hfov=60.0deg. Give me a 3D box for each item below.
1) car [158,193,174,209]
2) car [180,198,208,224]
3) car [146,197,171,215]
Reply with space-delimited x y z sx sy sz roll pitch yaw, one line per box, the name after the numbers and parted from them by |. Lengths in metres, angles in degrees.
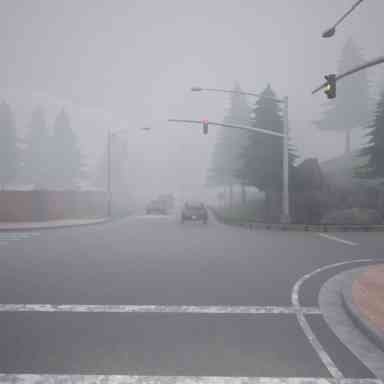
-3.625 1.221 45.274 2.150 2.045 5.566 0 0 0 | car
0.133 1.491 24.865 2.128 1.511 4.902 0 0 0 | car
-3.624 1.547 34.861 2.033 1.411 5.357 0 0 0 | car
